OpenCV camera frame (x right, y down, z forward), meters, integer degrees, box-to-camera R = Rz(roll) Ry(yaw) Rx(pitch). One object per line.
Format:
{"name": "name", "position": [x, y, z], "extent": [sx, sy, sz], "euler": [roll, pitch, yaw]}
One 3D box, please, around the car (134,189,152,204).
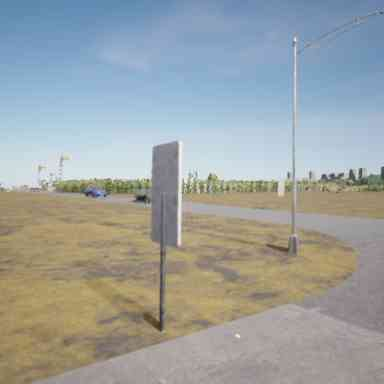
{"name": "car", "position": [-5.147, 0.462, 39.800], "extent": [2.097, 1.767, 4.553], "euler": [1, 1, -35]}

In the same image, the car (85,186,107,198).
{"name": "car", "position": [-16.027, 0.033, 55.434], "extent": [2.150, 2.045, 5.566], "euler": [1, 0, -35]}
